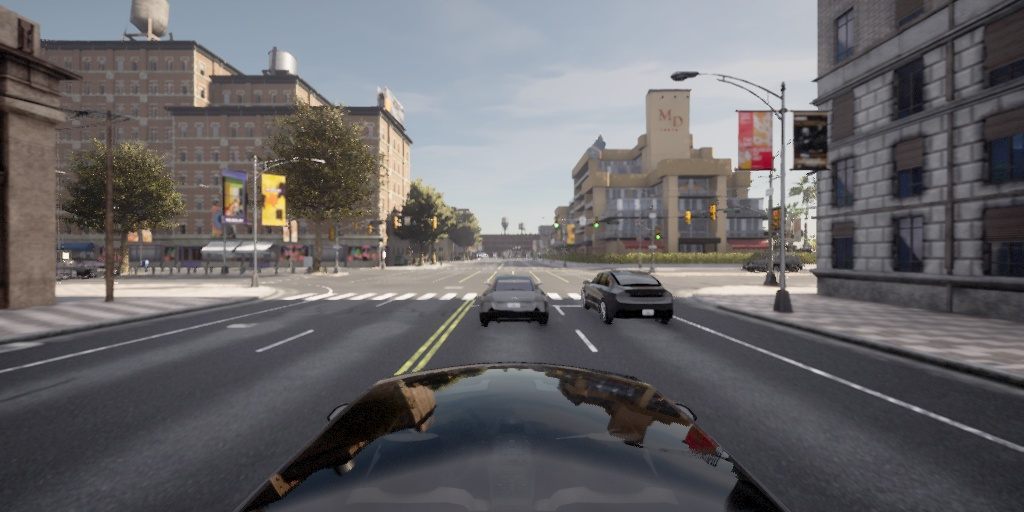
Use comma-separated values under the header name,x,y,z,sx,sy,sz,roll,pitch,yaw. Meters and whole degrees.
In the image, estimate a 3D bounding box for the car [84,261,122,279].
name,x,y,z,sx,sy,sz,roll,pitch,yaw
car,-36.693,1.155,30.903,4.902,1.511,2.128,0,0,0

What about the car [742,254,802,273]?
name,x,y,z,sx,sy,sz,roll,pitch,yaw
car,28.201,0.846,38.875,5.566,2.045,2.150,0,0,0

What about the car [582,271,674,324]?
name,x,y,z,sx,sy,sz,roll,pitch,yaw
car,3.561,1.221,11.799,1.837,1.490,4.892,0,0,0

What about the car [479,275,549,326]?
name,x,y,z,sx,sy,sz,roll,pitch,yaw
car,0.061,1.281,11.554,1.994,1.385,4.181,0,0,0

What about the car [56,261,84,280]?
name,x,y,z,sx,sy,sz,roll,pitch,yaw
car,-36.789,1.222,27.400,5.357,1.411,2.033,0,0,0
